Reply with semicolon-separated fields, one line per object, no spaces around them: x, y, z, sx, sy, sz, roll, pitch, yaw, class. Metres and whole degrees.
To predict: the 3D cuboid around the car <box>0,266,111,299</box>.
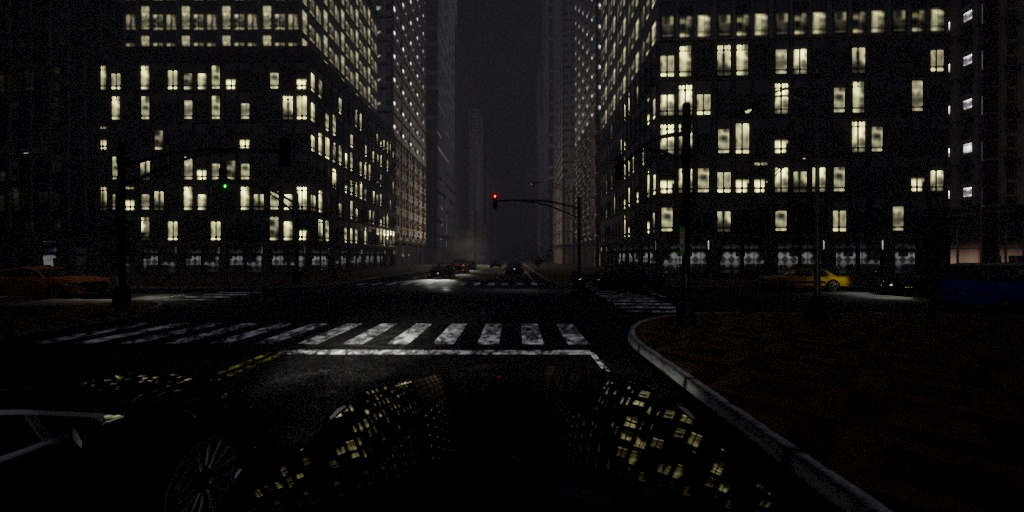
-22.322;1.235;17.166;5.008;1.535;1.882;0;0;0;car

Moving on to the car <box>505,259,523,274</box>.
0.265;1.357;40.974;1.994;1.385;4.181;0;0;0;car

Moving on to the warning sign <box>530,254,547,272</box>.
3.011;0.909;41.340;1.300;1.860;1.060;0;0;0;warning sign

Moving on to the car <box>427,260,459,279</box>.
-6.471;1.342;33.345;1.994;1.385;4.181;0;0;0;car

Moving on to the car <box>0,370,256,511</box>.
-3.154;1.241;1.148;2.128;1.511;4.902;0;0;0;car

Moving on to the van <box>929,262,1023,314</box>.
18.403;1.119;13.118;3.998;1.789;1.690;0;0;2;van

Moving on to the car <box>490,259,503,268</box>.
-2.896;1.364;63.777;1.837;1.490;4.892;0;0;0;car

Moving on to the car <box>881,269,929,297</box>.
22.099;1.281;18.498;4.892;1.490;1.837;1;0;2;car

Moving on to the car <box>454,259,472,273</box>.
-6.430;1.150;43.342;2.097;1.767;4.553;0;0;0;car

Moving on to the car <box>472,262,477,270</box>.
-6.383;1.373;53.839;2.033;1.411;5.357;0;0;0;car

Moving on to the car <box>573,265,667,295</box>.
5.862;1.253;19.800;4.902;1.511;2.128;0;0;13;car

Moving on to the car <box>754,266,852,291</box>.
17.166;1.293;21.295;4.829;1.417;1.751;0;0;2;car
